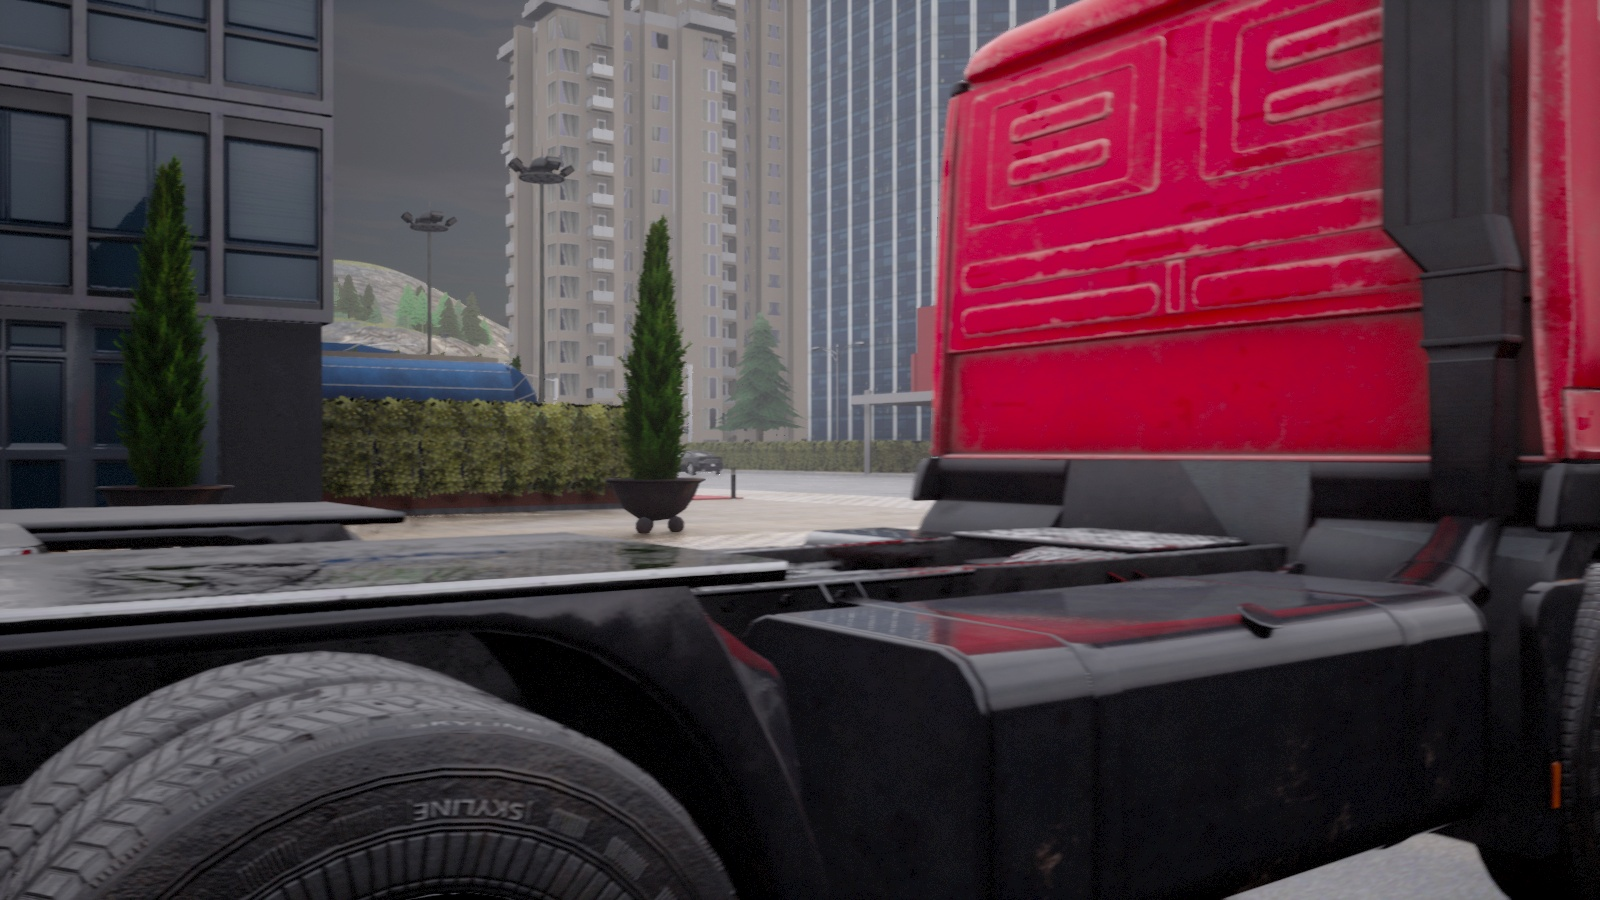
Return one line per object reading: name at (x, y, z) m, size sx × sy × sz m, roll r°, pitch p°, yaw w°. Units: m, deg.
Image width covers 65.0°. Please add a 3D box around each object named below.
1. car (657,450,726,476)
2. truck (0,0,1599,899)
car at (-6.629, 0.770, 76.152) m, size 1.882 × 1.535 × 5.008 m, roll 0°, pitch 0°, yaw -35°
truck at (-0.087, -0.235, 3.602) m, size 7.936 × 3.462 × 2.891 m, roll 0°, pitch 0°, yaw -35°
